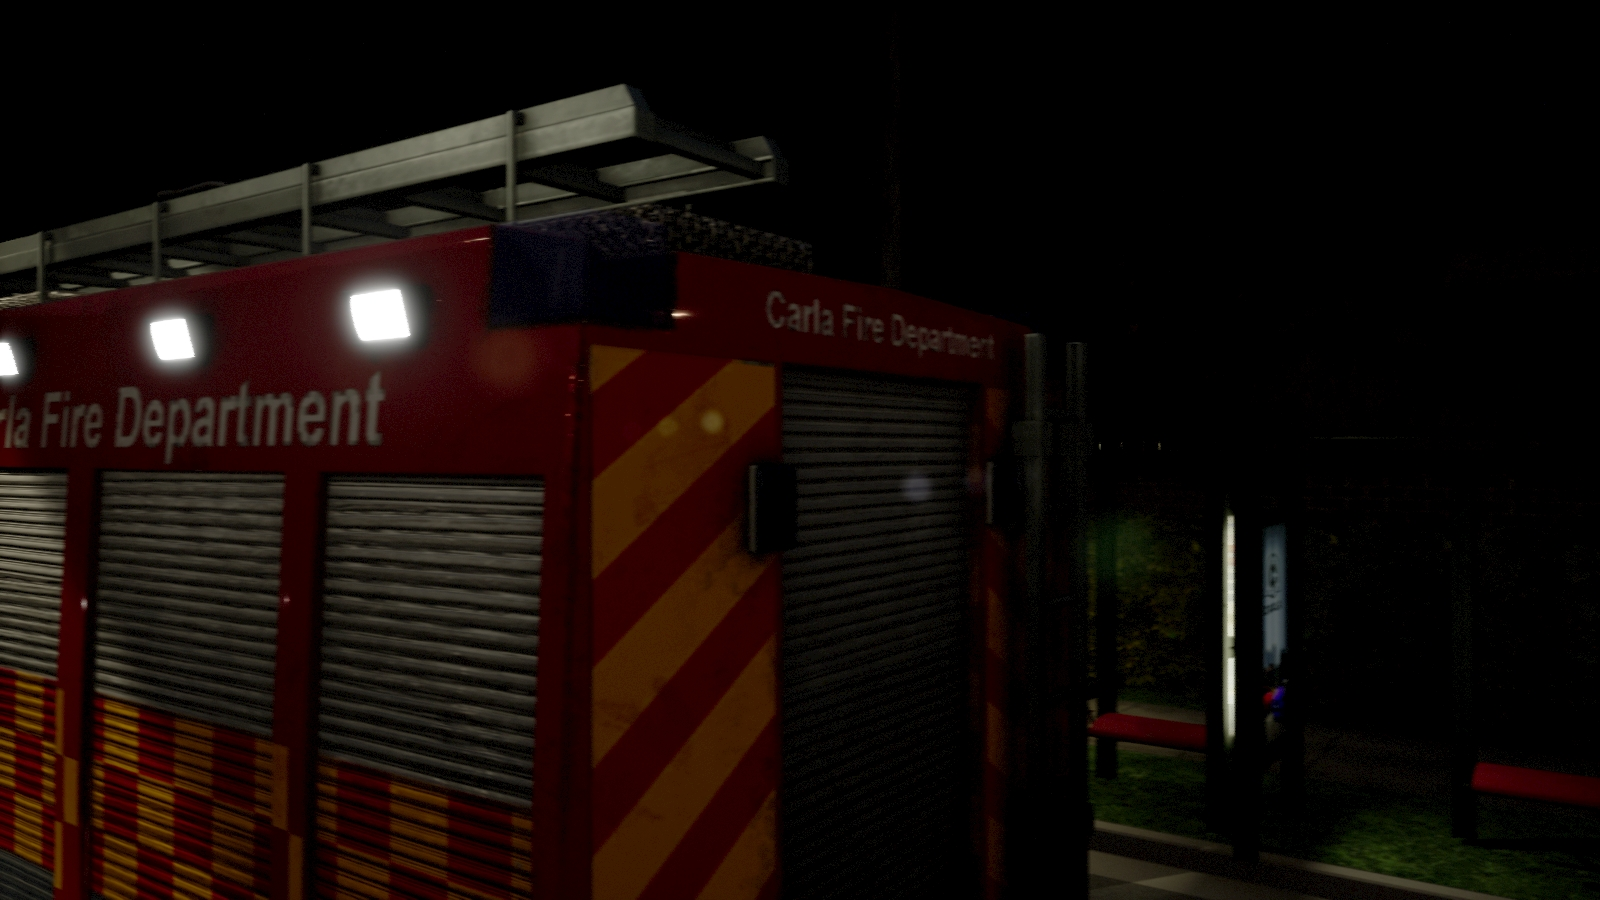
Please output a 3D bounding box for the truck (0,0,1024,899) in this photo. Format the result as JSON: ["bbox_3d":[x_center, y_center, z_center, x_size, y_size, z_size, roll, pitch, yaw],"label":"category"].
[{"bbox_3d":[-3.398,0.913,5.844,8.468,3.827,2.891,0,0,35],"label":"truck"}]
